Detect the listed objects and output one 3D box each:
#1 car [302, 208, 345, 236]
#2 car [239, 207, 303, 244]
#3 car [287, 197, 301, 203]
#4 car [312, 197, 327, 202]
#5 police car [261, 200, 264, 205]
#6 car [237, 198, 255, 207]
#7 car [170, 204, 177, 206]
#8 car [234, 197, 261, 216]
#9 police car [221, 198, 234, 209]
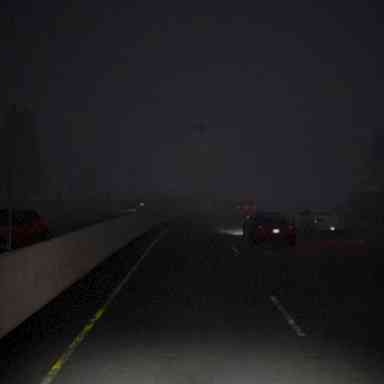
[{"bbox_3d":[7.273,1.653,19.324,1.812,1.442,4.674,0,0,2],"label":"car"},{"bbox_3d":[3.676,1.671,16.328,1.994,1.385,4.181,0,0,1],"label":"car"},{"bbox_3d":[24.461,1.860,79.622,1.812,1.442,4.674,0,-1,45],"label":"car"},{"bbox_3d":[34.102,2.070,88.829,4.718,1.301,1.895,0,0,-40],"label":"car"},{"bbox_3d":[12.710,1.852,65.159,1.930,1.638,5.238,0,0,31],"label":"police car"},{"bbox_3d":[9.855,1.898,60.041,1.837,1.490,4.892,0,0,27],"label":"car"},{"bbox_3d":[-3.104,1.706,54.147,2.097,1.767,4.553,0,0,22],"label":"car"},{"bbox_3d":[5.861,1.581,34.955,2.097,1.767,4.553,0,0,12],"label":"car"},{"bbox_3d":[5.907,1.762,51.433,1.930,1.638,5.238,0,0,22],"label":"police car"}]
